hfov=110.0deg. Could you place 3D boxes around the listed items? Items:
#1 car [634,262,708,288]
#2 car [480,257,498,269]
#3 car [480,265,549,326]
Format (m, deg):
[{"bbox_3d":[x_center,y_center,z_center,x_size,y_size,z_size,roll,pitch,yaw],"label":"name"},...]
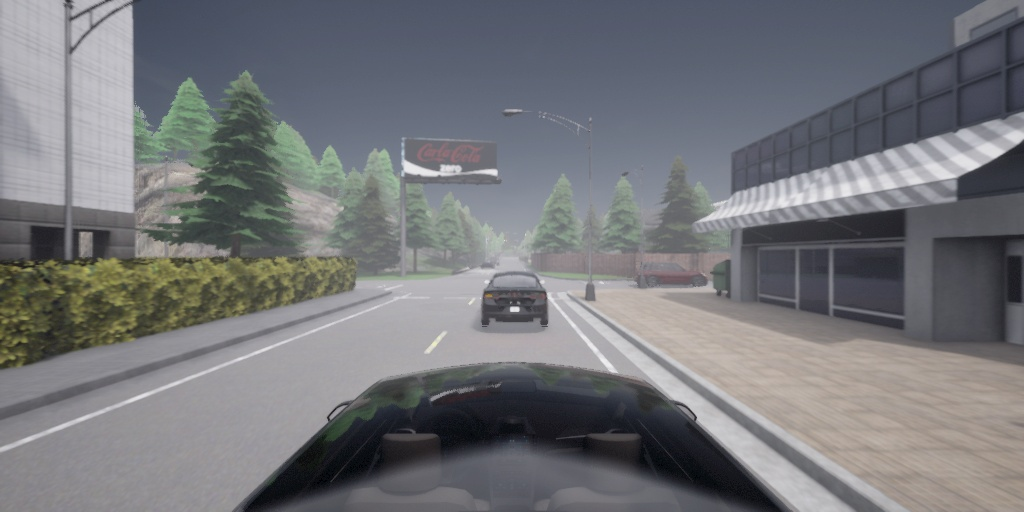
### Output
[{"bbox_3d":[10.944,1.234,24.779,4.553,1.767,2.097,0,0,0],"label":"car"},{"bbox_3d":[-3.525,1.255,52.070,1.895,1.301,4.718,0,0,0],"label":"car"},{"bbox_3d":[0.085,1.209,11.593,1.882,1.535,5.008,0,0,0],"label":"car"}]
